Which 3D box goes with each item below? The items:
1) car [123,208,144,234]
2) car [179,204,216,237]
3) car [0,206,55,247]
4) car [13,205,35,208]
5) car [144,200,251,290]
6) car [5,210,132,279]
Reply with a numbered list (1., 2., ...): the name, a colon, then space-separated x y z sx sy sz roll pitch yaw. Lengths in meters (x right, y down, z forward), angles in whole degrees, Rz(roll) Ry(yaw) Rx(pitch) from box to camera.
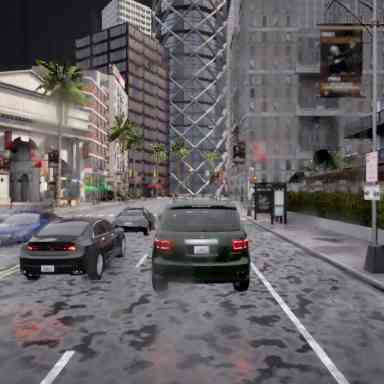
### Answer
1. car: -3.201 1.564 18.802 1.994 1.385 4.181 0 0 1
2. car: 0.300 1.505 19.048 1.837 1.490 4.892 0 0 1
3. car: -6.932 1.525 14.228 1.812 1.442 4.674 0 0 1
4. car: -10.318 1.548 20.710 2.033 1.411 5.357 0 0 1
5. car: 0.200 1.221 9.188 2.150 2.045 5.566 0 0 0
6. car: -3.284 1.505 10.024 1.837 1.490 4.892 0 0 0
